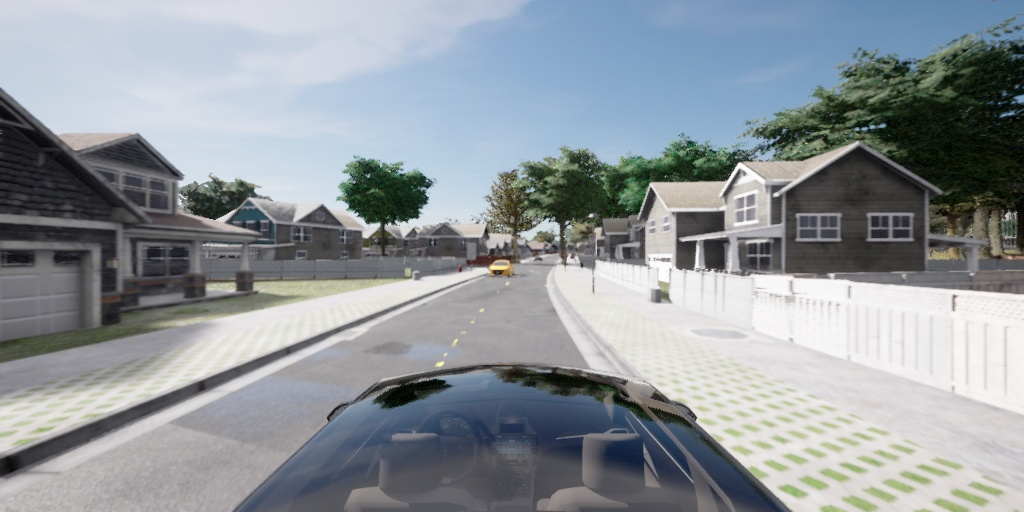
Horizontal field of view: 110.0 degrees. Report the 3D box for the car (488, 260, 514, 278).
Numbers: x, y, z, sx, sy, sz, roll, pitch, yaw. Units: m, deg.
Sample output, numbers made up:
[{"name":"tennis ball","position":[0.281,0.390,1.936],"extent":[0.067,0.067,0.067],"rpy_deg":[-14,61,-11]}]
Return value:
[{"name":"car","position":[-0.926,1.130,33.263],"extent":[1.882,1.535,5.008],"rpy_deg":[0,0,7]}]
